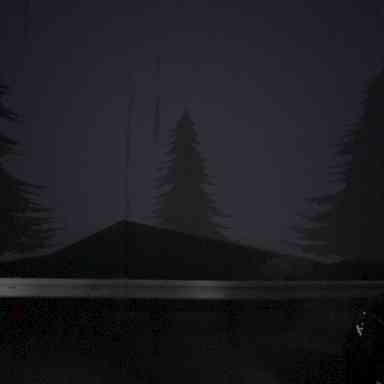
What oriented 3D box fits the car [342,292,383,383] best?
[{"bbox_3d":[4.345,1.396,2.977,5.566,2.045,2.150,1,-1,-6],"label":"car"}]
